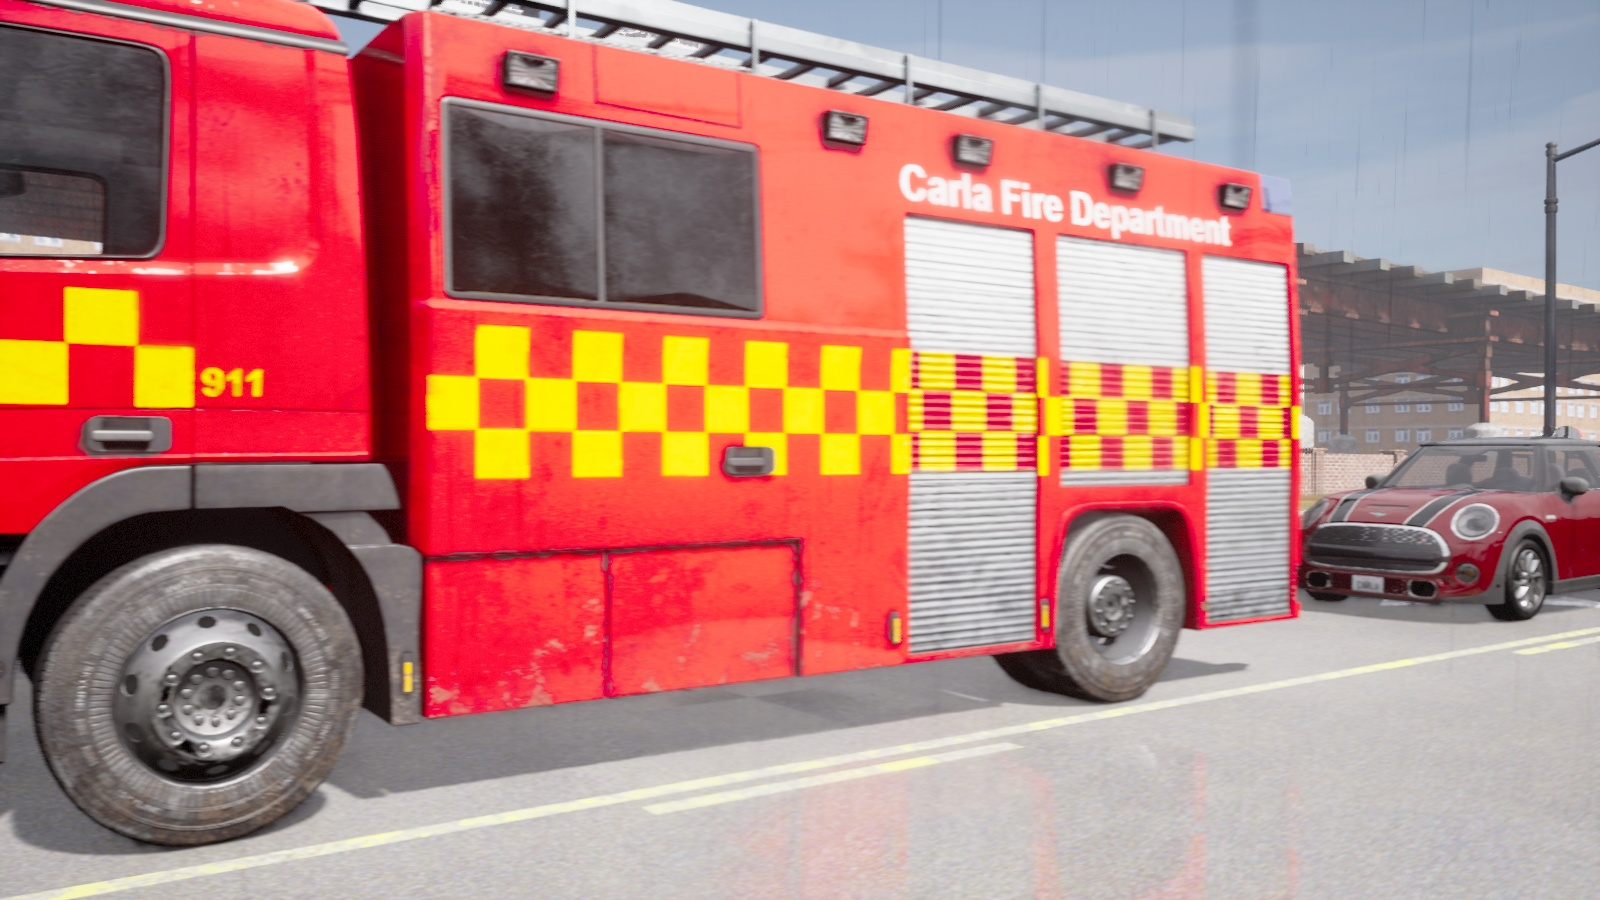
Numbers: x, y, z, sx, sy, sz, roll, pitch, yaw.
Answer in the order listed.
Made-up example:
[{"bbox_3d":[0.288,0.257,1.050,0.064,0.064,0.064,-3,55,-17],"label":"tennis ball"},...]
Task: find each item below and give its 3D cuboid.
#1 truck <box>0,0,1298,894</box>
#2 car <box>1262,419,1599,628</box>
[{"bbox_3d":[-1.054,-0.392,7.158,8.468,3.827,2.891,0,0,-33],"label":"truck"},{"bbox_3d":[7.016,0.623,12.808,4.553,1.767,2.097,0,0,-35],"label":"car"}]
